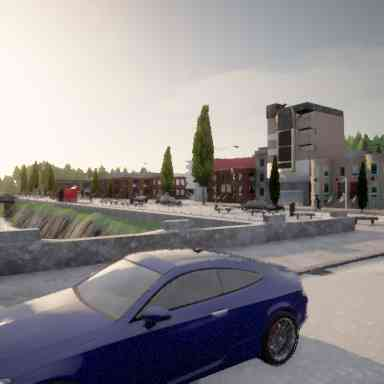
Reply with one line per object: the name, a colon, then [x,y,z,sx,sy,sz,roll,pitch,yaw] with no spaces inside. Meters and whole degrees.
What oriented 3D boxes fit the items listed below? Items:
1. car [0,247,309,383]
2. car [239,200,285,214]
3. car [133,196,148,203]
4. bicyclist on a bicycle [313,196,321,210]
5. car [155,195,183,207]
car: [-0.405,1.525,4.296,4.674,1.442,1.812,0,0,-35]
car: [7.407,1.546,35.775,2.033,1.411,5.357,0,0,-35]
car: [-10.758,1.524,68.554,1.812,1.442,4.674,0,0,-36]
bicyclist on a bicycle: [14.937,1.347,39.677,1.656,1.620,0.582,0,0,-35]
car: [-3.290,1.505,50.863,1.837,1.490,4.892,0,0,-35]
